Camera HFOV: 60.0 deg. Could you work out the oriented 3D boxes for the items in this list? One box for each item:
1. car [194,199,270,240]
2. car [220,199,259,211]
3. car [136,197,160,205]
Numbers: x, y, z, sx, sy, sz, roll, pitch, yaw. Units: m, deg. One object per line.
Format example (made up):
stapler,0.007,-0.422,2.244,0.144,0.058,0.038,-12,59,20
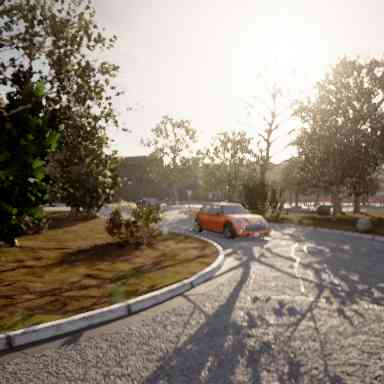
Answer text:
car,1.946,1.365,17.298,2.097,1.767,4.553,1,0,-28
car,6.292,1.679,44.184,5.008,1.535,1.882,1,0,4
car,-5.338,1.414,39.714,2.097,1.767,4.553,1,0,-23
